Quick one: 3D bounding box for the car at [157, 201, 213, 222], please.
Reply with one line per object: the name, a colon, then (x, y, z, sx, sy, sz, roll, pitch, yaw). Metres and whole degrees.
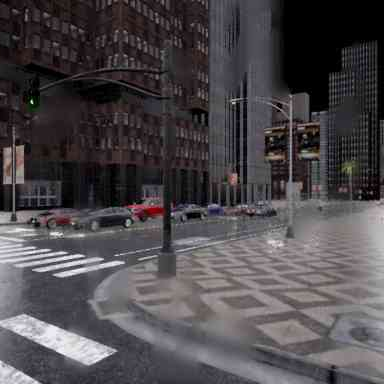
car: (-0.501, 1.873, 30.346, 2.128, 1.511, 4.902, 0, -1, 35)

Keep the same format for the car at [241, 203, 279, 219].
car: (7.724, 2.071, 36.080, 2.033, 1.411, 5.357, 0, -1, 35)

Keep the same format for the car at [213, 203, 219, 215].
car: (1.954, 2.034, 39.515, 1.812, 1.442, 4.674, 0, -1, 35)

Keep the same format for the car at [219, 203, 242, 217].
car: (5.385, 2.057, 38.730, 1.812, 1.442, 4.674, 0, -1, 35)

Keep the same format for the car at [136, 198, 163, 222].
car: (-3.976, 1.579, 31.051, 2.150, 2.045, 5.566, 0, -1, 35)

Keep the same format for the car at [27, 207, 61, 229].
car: (-9.264, 1.788, 23.491, 1.994, 1.385, 4.181, 0, -1, 36)

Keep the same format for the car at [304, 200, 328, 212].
car: (19.355, 2.372, 52.708, 2.033, 1.411, 5.357, 0, -1, 35)

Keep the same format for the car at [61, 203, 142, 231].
car: (-5.975, 1.748, 22.536, 1.837, 1.490, 4.892, 0, -1, 35)
